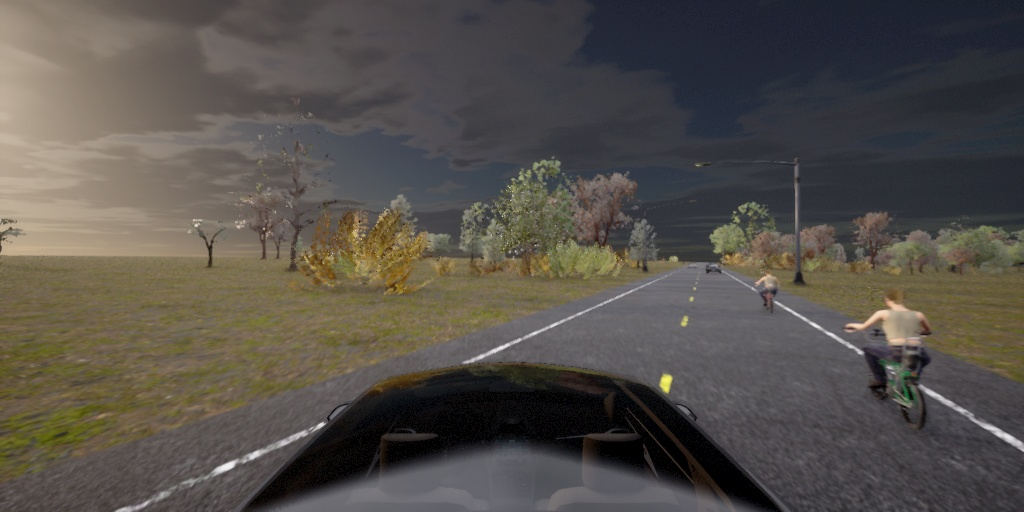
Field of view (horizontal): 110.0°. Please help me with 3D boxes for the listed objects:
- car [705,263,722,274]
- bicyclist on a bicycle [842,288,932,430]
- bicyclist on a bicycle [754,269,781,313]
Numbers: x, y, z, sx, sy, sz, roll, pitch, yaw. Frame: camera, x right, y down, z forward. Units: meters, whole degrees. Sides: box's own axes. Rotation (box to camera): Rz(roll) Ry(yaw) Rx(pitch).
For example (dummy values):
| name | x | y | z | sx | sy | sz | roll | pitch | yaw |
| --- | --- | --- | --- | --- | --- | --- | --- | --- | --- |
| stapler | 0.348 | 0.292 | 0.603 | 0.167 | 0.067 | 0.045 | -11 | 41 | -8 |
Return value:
| name | x | y | z | sx | sy | sz | roll | pitch | yaw |
| --- | --- | --- | --- | --- | --- | --- | --- | --- | --- |
| car | 29.616 | 1.834 | 52.716 | 1.812 | 1.442 | 4.674 | -1 | -1 | 29 |
| bicyclist on a bicycle | 4.893 | 1.209 | 4.611 | 0.866 | 1.612 | 1.509 | -1 | -1 | 28 |
| bicyclist on a bicycle | 9.718 | 1.309 | 13.586 | 0.866 | 1.612 | 1.509 | -1 | -1 | 28 |
